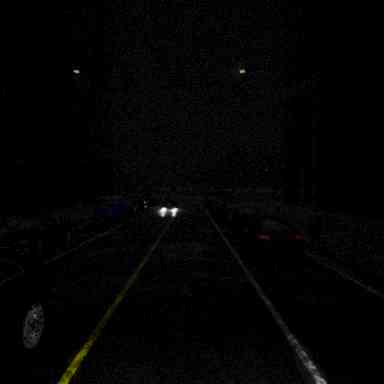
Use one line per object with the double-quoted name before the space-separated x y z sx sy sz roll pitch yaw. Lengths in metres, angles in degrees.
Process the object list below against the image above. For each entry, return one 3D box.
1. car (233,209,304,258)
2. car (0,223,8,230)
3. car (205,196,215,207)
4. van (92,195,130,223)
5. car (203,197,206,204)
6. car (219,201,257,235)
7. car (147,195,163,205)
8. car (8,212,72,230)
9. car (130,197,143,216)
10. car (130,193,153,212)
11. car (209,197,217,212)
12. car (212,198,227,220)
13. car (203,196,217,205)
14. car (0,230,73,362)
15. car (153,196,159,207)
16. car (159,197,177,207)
"car" 2.761 1.494 12.094 1.802 1.307 4.206 0 0 0
"car" -5.767 1.392 6.457 1.967 1.590 4.097 0 0 0
"car" 2.765 1.320 34.770 2.008 1.369 4.403 -1 0 0
"van" -5.763 1.177 23.464 1.690 1.788 3.998 0 0 0
"car" 2.767 1.263 46.108 1.887 1.381 4.507 -1 0 0
"car" 2.762 1.424 17.764 2.008 1.369 4.403 0 0 0
"car" -5.756 1.248 51.810 2.008 1.369 4.403 -1 0 0
"car" -5.765 1.463 12.127 2.008 1.369 4.403 0 0 0
"car" -5.760 1.383 29.133 1.802 1.307 4.206 0 0 0
"car" -5.761 1.084 34.800 2.192 1.841 5.009 0 0 0
"car" 2.764 1.383 29.101 1.802 1.307 4.206 -1 0 0
"car" 2.763 1.386 23.433 2.008 1.369 4.403 0 0 0
"car" 2.769 1.263 51.777 1.947 1.339 4.313 -1 0 0
"car" -3.100 1.467 3.240 2.128 1.511 4.902 0 0 0
"car" -5.757 1.284 46.141 1.947 1.339 4.313 -1 0 0
"car" -3.073 1.321 45.663 1.895 1.301 4.718 0 0 0
